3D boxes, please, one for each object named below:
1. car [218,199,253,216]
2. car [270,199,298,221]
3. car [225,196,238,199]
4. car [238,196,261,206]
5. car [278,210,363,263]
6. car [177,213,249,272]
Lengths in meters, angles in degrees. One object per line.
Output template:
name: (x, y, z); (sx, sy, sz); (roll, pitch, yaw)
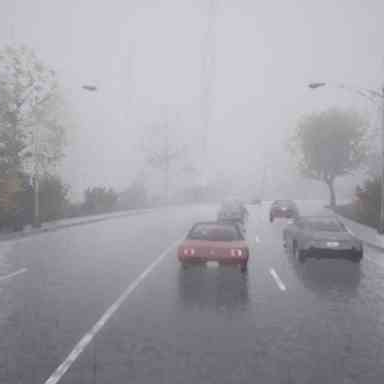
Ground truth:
car: (3.013, 1.502, 23.994); (2.033, 1.411, 5.357); (0, 0, 14)
car: (7.332, 1.317, 26.639); (2.097, 1.767, 4.553); (0, 0, 15)
car: (6.396, 1.410, 53.781); (1.812, 1.442, 4.674); (0, 0, 27)
car: (9.340, 1.397, 51.883); (2.128, 1.511, 4.902); (0, 0, 27)
car: (4.495, 1.549, 12.004); (1.994, 1.385, 4.181); (0, 0, 7)
car: (0.807, 1.578, 10.783); (1.895, 1.301, 4.718); (0, 0, 7)
